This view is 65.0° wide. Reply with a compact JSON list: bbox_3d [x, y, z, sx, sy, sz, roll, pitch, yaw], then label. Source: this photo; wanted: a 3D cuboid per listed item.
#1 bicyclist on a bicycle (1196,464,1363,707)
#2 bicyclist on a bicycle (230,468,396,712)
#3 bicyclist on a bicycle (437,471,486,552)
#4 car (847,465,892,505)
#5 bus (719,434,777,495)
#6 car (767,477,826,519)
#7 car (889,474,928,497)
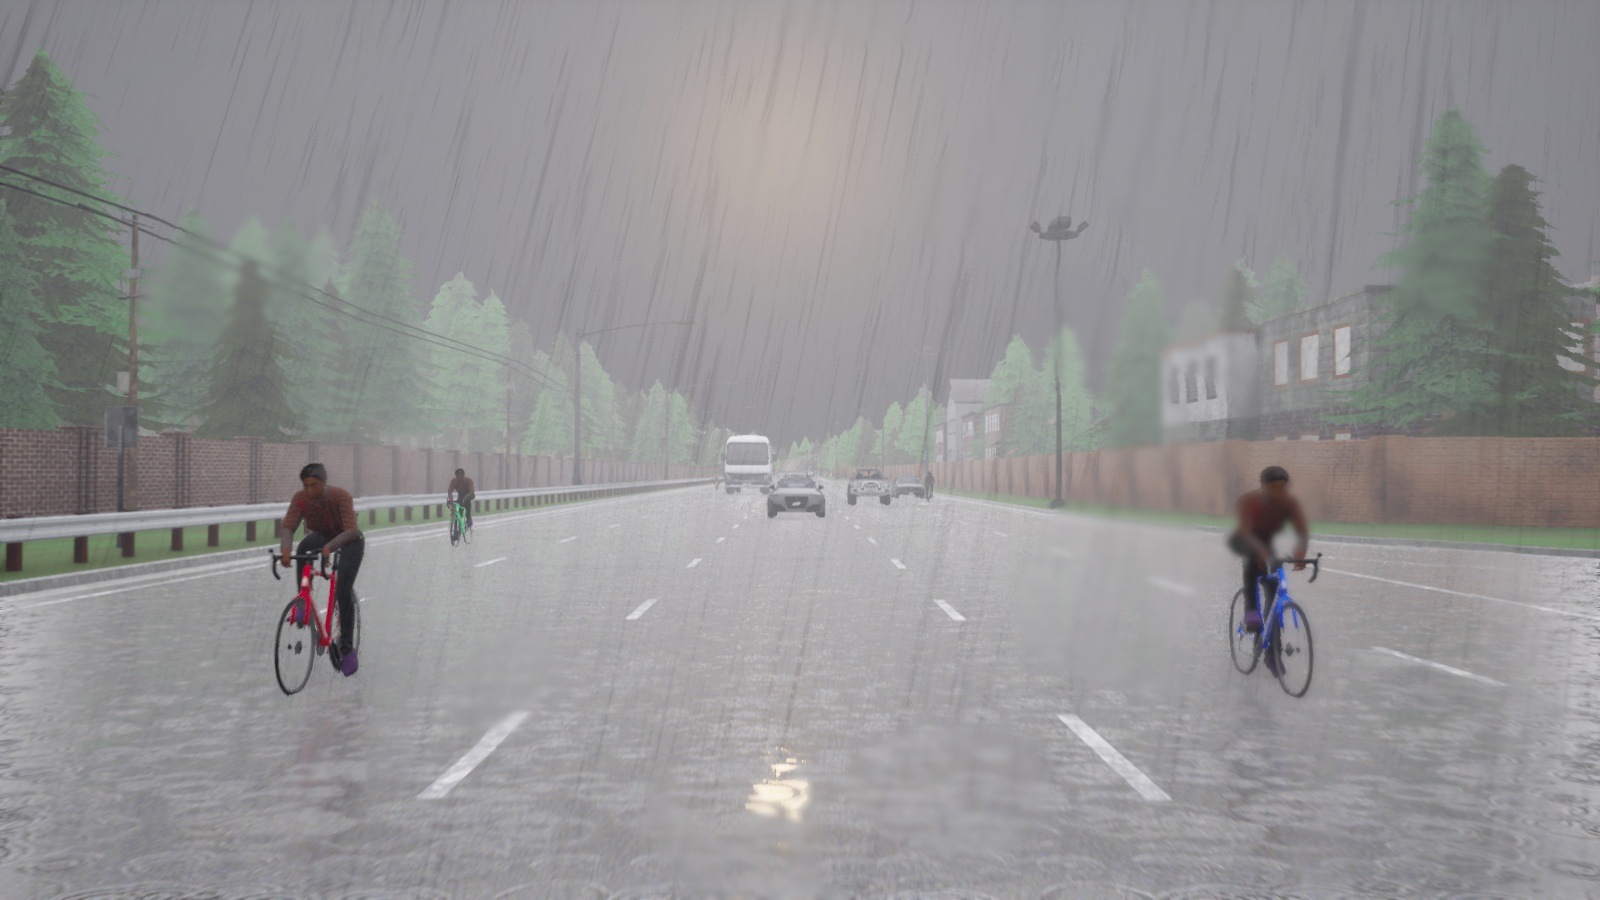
[{"bbox_3d":[3.477,0.918,9.249,0.582,1.620,1.656,0,-1,0],"label":"bicyclist on a bicycle"},{"bbox_3d":[-3.523,0.946,9.231,0.582,1.620,1.656,0,-1,0],"label":"bicyclist on a bicycle"},{"bbox_3d":[-7.065,1.260,26.262,0.582,1.620,1.656,0,-1,0],"label":"bicyclist on a bicycle"},{"bbox_3d":[3.348,1.698,61.244,1.932,1.855,4.605,0,-1,0],"label":"car"},{"bbox_3d":[-3.744,1.093,93.033,3.944,4.253,10.273,0,-1,0],"label":"bus"},{"bbox_3d":[-0.110,1.666,44.593,1.994,1.385,4.181,0,-1,0],"label":"car"},{"bbox_3d":[6.804,2.232,79.220,2.033,1.411,5.357,0,-1,0],"label":"car"}]
